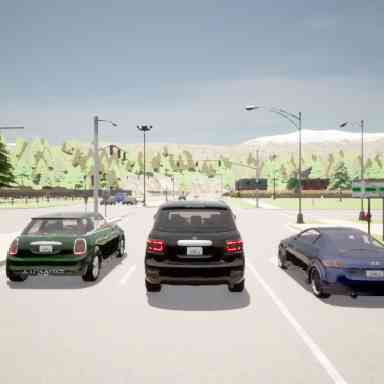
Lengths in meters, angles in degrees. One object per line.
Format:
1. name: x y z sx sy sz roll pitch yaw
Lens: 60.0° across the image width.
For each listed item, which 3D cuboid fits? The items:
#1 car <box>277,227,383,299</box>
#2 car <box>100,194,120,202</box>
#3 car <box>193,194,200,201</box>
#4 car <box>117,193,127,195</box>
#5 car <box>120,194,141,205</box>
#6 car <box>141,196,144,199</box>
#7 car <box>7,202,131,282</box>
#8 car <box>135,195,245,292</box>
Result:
1. car: 3.578 1.564 8.505 1.994 1.385 4.181 0 0 0
2. car: -14.392 1.564 57.206 1.994 1.385 4.181 0 0 1
3. car: 1.116 1.311 83.397 1.882 1.535 5.008 0 0 1
4. car: -14.186 1.221 66.561 2.150 2.045 5.566 0 0 1
5. car: -10.864 1.547 58.292 2.033 1.411 5.357 0 0 1
6. car: -10.658 1.526 67.874 1.812 1.442 4.674 0 0 1
7. car: -3.417 1.352 9.946 2.097 1.767 4.553 0 0 0
8. car: 0.075 1.221 9.051 2.150 2.045 5.566 0 0 1
